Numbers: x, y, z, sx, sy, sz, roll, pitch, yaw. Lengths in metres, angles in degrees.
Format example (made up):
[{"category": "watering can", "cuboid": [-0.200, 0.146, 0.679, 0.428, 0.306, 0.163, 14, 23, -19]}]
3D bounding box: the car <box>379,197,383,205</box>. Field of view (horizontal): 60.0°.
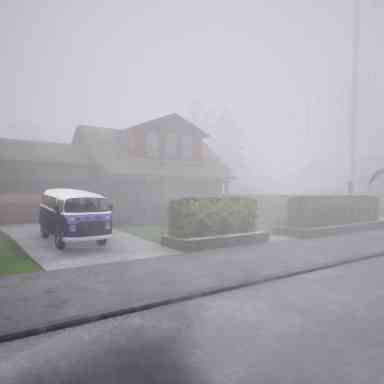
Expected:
[{"category": "car", "cuboid": [24.700, 0.985, 41.441, 3.866, 1.878, 1.905, 0, 0, 0]}]
